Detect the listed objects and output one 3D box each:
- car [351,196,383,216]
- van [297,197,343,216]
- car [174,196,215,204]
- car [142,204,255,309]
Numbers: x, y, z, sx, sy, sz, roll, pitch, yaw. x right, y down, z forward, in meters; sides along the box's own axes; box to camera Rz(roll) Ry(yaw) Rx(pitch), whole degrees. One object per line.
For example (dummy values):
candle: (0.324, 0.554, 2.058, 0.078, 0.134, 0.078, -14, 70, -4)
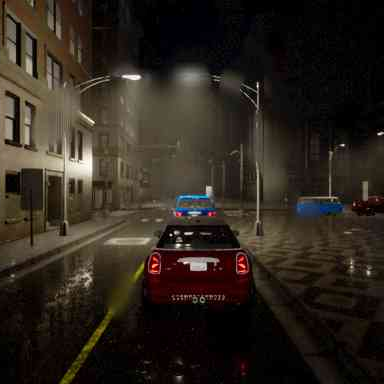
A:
car: (17.421, 1.323, 30.842, 5.009, 1.841, 2.192, 0, 0, -1)
van: (11.780, 1.350, 30.766, 3.998, 1.788, 1.690, 0, 0, -1)
car: (0.132, 1.208, 17.887, 2.150, 2.045, 5.566, 0, 0, 0)
car: (0.116, 1.347, 8.030, 2.097, 1.767, 4.553, 0, 0, 0)
